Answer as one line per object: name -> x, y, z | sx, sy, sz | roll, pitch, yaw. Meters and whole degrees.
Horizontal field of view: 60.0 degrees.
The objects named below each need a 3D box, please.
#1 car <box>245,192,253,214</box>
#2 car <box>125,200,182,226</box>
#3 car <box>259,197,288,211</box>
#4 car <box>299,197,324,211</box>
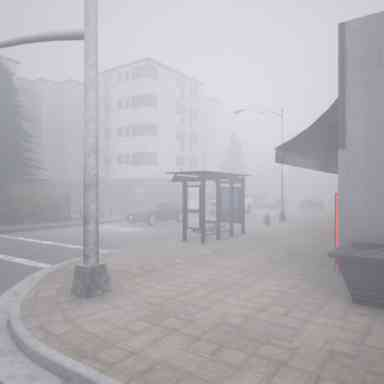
car -> 3.578, 1.044, 30.347 | 2.150, 2.045, 5.566 | 0, 0, 36
car -> -2.307, 1.327, 22.164 | 1.837, 1.490, 4.892 | 0, 0, 36
car -> 9.521, 1.300, 38.562 | 1.882, 1.535, 5.008 | 0, 0, 36
car -> 13.751, 1.328, 38.192 | 1.837, 1.490, 4.892 | 0, 0, 36
